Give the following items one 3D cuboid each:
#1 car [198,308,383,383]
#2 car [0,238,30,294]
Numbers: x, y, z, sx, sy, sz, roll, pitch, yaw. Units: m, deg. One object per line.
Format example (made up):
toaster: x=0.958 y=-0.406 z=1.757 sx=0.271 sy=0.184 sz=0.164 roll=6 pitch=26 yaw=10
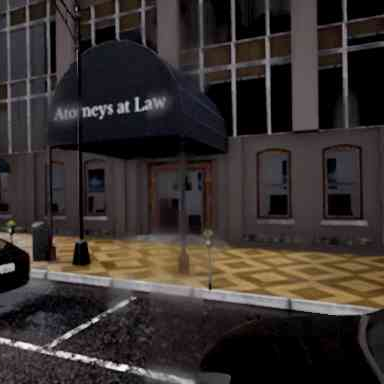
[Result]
car: x=2.302 y=1.524 z=2.360 sx=4.674 sy=1.442 sz=1.812 roll=0 pitch=0 yaw=21
car: x=-5.589 y=1.537 z=7.319 sx=4.313 sy=1.339 sz=1.947 roll=0 pitch=-1 yaw=21
